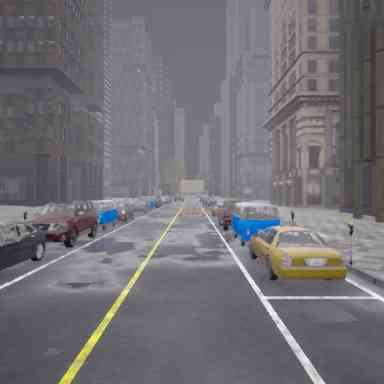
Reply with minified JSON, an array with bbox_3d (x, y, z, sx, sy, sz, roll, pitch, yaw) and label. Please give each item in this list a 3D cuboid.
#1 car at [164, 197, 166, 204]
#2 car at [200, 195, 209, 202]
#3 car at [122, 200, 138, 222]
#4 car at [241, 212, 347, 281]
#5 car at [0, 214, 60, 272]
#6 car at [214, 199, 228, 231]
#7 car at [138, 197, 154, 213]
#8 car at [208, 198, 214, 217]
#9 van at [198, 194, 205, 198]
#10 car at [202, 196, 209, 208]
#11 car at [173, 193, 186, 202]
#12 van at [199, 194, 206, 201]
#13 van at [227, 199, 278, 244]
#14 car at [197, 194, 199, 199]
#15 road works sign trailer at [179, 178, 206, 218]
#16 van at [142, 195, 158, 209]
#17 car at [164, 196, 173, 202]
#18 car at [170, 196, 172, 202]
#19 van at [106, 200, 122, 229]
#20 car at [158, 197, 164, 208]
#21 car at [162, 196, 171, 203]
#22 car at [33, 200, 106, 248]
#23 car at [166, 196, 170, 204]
[{"bbox_3d":[-5.770,1.637,53.778,1.887,1.381,4.507,0,0,0],"label":"car"},{"bbox_3d":[2.776,1.685,59.287,1.802,1.307,4.206,0,0,0],"label":"car"},{"bbox_3d":[-5.763,1.481,26.150,1.967,1.590,4.097,0,0,0],"label":"car"},{"bbox_3d":[2.767,1.538,9.733,1.752,1.417,4.829,0,0,0],"label":"car"},{"bbox_3d":[-5.760,1.563,9.575,2.008,1.369,4.403,0,0,0],"label":"car"},{"bbox_3d":[2.770,1.346,20.613,2.192,1.841,5.009,0,0,0],"label":"car"},{"bbox_3d":[-5.766,1.612,37.201,2.008,1.369,4.403,0,0,0],"label":"car"},{"bbox_3d":[2.771,1.577,31.832,1.752,1.417,4.829,0,0,0],"label":"car"},{"bbox_3d":[2.778,1.465,70.337,1.690,1.788,3.998,0,0,0],"label":"van"},{"bbox_3d":[2.774,1.633,48.237,2.008,1.369,4.403,0,0,0],"label":"car"},{"bbox_3d":[-2.999,1.316,75.909,2.150,2.045,5.566,0,0,0],"label":"car"},{"bbox_3d":[2.781,1.499,86.912,1.690,1.788,3.998,0,0,0],"label":"van"},{"bbox_3d":[2.769,1.362,15.088,1.690,1.788,3.998,0,0,0],"label":"van"},{"bbox_3d":[2.779,1.691,81.386,1.887,1.381,4.507,0,0,0],"label":"car"},{"bbox_3d":[0.000,0.514,30.701,2.380,3.560,2.880,0,0,0],"label":"road works sign trailer"},{"bbox_3d":[-5.767,1.413,42.727,1.690,1.788,3.998,0,0,0],"label":"van"},{"bbox_3d":[-5.776,1.691,81.405,1.887,1.381,4.507,0,0,0],"label":"car"},{"bbox_3d":[-5.773,1.669,70.354,1.887,1.381,4.507,0,0,0],"label":"car"},{"bbox_3d":[-5.762,1.372,20.626,1.690,1.788,3.998,0,0,0],"label":"van"},{"bbox_3d":[-5.768,1.397,48.253,2.192,1.841,5.009,0,0,0],"label":"car"},{"bbox_3d":[-5.774,1.679,75.879,1.887,1.381,4.507,0,0,0],"label":"car"},{"bbox_3d":[-5.761,1.336,15.100,2.192,1.841,5.009,0,0,0],"label":"car"},{"bbox_3d":[-5.772,1.639,64.659,1.752,1.417,4.829,0,0,0],"label":"car"}]
